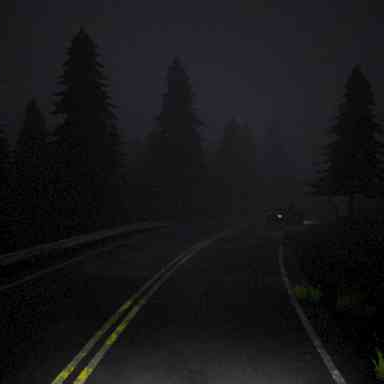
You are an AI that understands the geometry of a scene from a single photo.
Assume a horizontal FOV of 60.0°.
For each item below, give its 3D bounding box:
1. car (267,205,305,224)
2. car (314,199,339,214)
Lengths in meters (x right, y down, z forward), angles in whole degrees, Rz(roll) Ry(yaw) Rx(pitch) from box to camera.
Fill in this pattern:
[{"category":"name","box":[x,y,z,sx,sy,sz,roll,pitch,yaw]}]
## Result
[{"category":"car","box":[7.039,1.660,24.720,1.994,1.385,4.181,3,1,29]},{"category":"car","box":[15.825,1.625,38.890,2.097,1.767,4.553,3,1,32]}]
